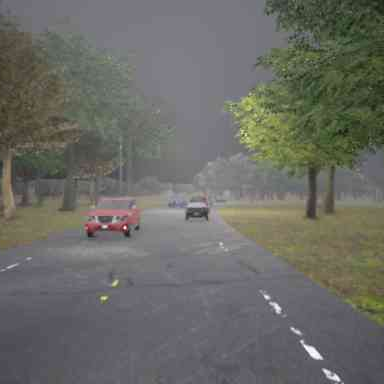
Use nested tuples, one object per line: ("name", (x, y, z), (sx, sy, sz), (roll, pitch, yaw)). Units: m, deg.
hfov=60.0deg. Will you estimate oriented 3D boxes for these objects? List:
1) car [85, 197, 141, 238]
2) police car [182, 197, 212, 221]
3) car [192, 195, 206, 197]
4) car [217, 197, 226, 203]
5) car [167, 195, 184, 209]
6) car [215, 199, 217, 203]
("car", (-4.151, 1.282, 18.404), (2.150, 2.045, 5.566), (0, 0, -1))
("police car", (0.435, 1.541, 28.876), (1.930, 1.638, 5.238), (0, 0, 1))
("car", (0.874, 1.421, 38.662), (2.150, 2.045, 5.566), (0, 0, 4))
("car", (7.233, 1.916, 82.649), (2.097, 1.767, 4.553), (0, -1, 15))
("car", (-2.377, 1.538, 52.771), (2.150, 2.045, 5.566), (0, -1, 7))
("car", (2.908, 1.970, 63.480), (2.033, 1.411, 5.357), (0, -1, 10))
